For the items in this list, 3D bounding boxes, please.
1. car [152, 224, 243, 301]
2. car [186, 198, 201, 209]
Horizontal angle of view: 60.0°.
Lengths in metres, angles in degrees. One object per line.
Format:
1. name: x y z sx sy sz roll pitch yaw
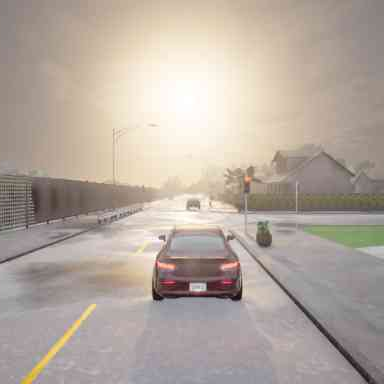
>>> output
1. car: 0.110 1.526 8.217 1.812 1.442 4.674 0 0 0
2. car: 0.192 1.505 44.107 1.837 1.490 4.892 0 0 0
